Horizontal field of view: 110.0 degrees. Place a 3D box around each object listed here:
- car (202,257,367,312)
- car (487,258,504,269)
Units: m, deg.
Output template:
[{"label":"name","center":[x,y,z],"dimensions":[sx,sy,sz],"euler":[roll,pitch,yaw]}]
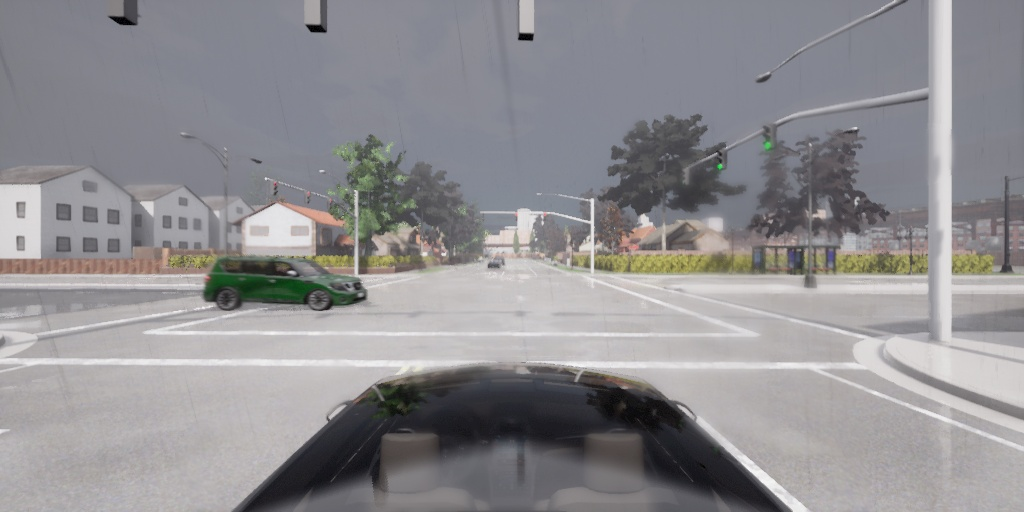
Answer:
[{"label":"car","center":[-8.550,1.075,13.732],"dimensions":[5.566,2.045,2.150],"euler":[1,0,1]},{"label":"car","center":[-2.694,1.300,53.612],"dimensions":[1.895,1.301,4.718],"euler":[0,0,1]}]
